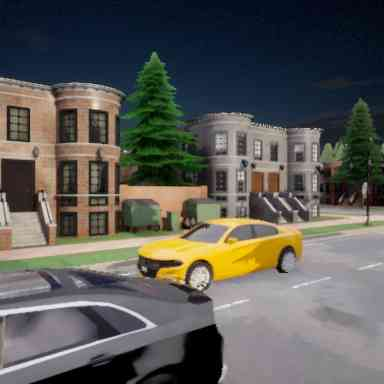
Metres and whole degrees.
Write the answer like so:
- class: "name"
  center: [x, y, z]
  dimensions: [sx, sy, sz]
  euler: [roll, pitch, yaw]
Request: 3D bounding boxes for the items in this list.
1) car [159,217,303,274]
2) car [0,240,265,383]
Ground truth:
- class: "car"
  center: [0.930, 1.475, 9.028]
  dimensions: [5.008, 1.535, 1.882]
  euler: [0, 0, -36]
- class: "car"
  center: [-1.931, 1.492, 2.586]
  dimensions: [4.902, 1.511, 2.128]
  euler: [0, 0, -36]
